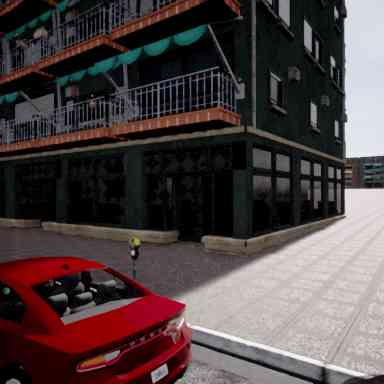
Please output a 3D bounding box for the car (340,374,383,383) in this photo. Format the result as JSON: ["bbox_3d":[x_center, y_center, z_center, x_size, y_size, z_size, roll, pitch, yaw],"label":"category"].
[{"bbox_3d":[2.470,1.566,1.108,4.313,1.339,1.947,0,0,36],"label":"car"}]

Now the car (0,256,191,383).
[{"bbox_3d":[-2.111,1.545,4.392,4.507,1.381,1.887,0,0,36],"label":"car"}]
